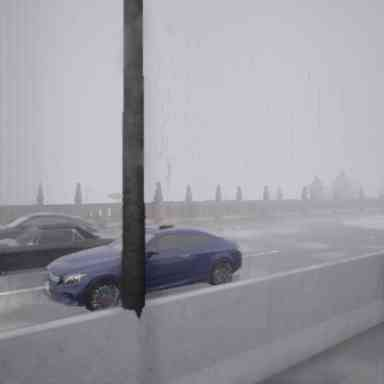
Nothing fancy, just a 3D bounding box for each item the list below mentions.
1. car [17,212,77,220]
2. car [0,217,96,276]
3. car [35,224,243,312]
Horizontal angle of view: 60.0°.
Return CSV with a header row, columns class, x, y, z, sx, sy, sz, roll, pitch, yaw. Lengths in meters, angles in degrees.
class,x,y,z,sx,sy,sz,roll,pitch,yaw
car,-5.925,1.527,12.664,4.674,1.442,1.812,0,0,-35
car,-4.308,1.601,9.518,4.718,1.301,1.895,0,0,-35
car,-0.854,1.527,7.683,4.674,1.442,1.812,0,0,-35
